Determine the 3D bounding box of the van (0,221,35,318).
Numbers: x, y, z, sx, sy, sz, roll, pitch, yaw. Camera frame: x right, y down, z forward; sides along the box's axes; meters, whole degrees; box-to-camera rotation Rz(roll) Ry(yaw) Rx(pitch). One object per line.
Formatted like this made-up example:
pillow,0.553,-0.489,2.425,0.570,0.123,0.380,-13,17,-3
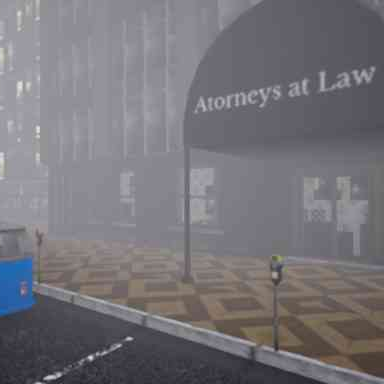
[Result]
van,-4.617,1.375,6.162,3.998,1.788,1.690,0,0,35
